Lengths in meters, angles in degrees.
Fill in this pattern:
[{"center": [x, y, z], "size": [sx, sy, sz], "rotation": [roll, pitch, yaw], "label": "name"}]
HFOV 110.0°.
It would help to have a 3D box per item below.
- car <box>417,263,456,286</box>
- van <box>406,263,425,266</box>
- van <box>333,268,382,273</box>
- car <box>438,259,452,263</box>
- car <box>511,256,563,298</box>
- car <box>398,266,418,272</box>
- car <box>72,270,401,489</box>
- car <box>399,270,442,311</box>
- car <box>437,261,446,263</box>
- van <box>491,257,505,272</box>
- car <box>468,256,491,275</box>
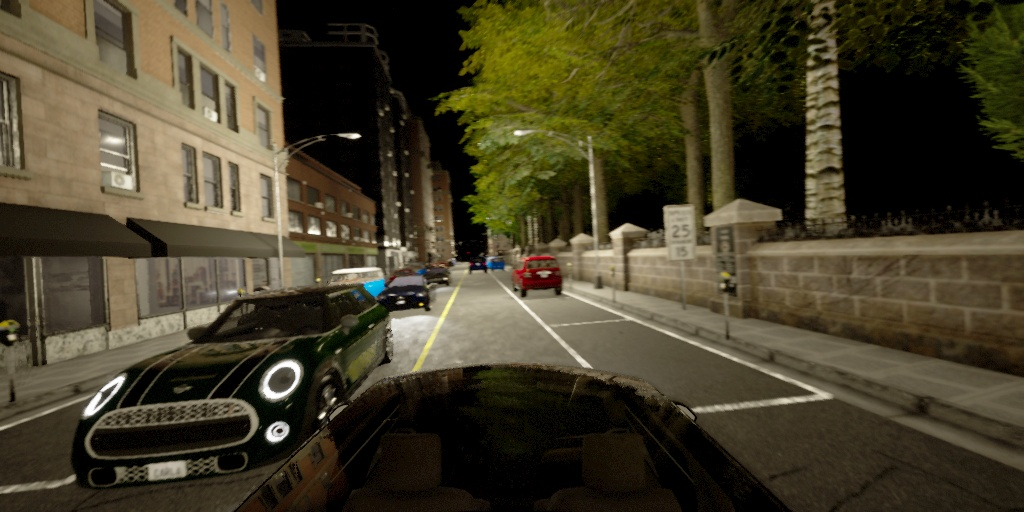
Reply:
[{"center": [-5.649, 1.560, 27.783], "size": [2.033, 1.411, 5.357], "rotation": [-3, 0, -6], "label": "car"}, {"center": [-9.047, 1.533, 33.972], "size": [1.690, 1.789, 3.998], "rotation": [0, 0, -6], "label": "van"}, {"center": [-7.244, 1.477, 17.086], "size": [1.690, 1.789, 3.998], "rotation": [0, 0, -6], "label": "van"}, {"center": [-12.052, 1.581, 62.114], "size": [2.192, 1.841, 5.009], "rotation": [0, 0, -6], "label": "car"}, {"center": [1.214, 0.955, 18.031], "size": [2.192, 1.841, 5.009], "rotation": [0, 0, -6], "label": "car"}, {"center": [-8.446, 1.720, 28.343], "size": [1.888, 1.381, 4.507], "rotation": [0, 0, -6], "label": "car"}, {"center": [-3.274, 1.284, 5.350], "size": [2.097, 1.767, 4.553], "rotation": [-3, 0, -6], "label": "car"}, {"center": [-4.319, 1.533, 15.189], "size": [1.994, 1.385, 4.181], "rotation": [-3, 0, -7], "label": "car"}, {"center": [-10.850, 1.785, 50.857], "size": [1.888, 1.381, 4.507], "rotation": [0, 0, -6], "label": "car"}, {"center": [-1.790, 1.070, 46.161], "size": [1.690, 1.789, 3.998], "rotation": [0, 0, -6], "label": "van"}, {"center": [-4.136, 1.095, 43.471], "size": [2.150, 2.045, 5.566], "rotation": [-3, 0, -7], "label": "car"}]
